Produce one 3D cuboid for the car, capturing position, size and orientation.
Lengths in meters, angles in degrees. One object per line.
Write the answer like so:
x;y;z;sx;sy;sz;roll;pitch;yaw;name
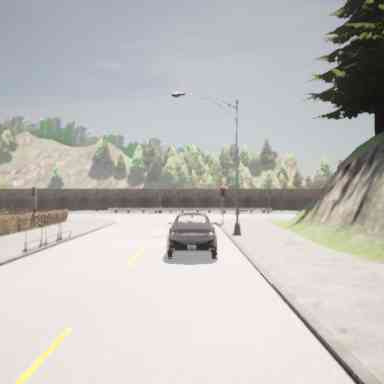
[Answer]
0.012;1.643;13.484;2.128;1.511;4.902;0;0;0;car
